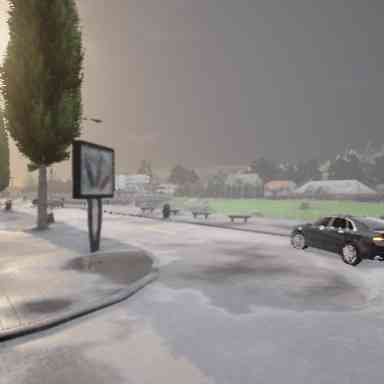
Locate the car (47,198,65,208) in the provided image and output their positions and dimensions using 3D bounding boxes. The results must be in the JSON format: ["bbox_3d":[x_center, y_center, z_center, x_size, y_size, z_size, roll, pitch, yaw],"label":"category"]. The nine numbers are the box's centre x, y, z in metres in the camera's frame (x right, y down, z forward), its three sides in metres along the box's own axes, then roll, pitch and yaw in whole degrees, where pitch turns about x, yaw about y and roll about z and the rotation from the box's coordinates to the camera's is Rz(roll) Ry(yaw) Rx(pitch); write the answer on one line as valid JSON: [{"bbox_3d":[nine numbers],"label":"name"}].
[{"bbox_3d":[-20.272,1.582,49.202,1.812,1.442,4.674,0,0,-35],"label":"car"}]

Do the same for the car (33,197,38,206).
[{"bbox_3d":[-26.254,1.548,57.577,2.128,1.511,4.902,0,0,-36],"label":"car"}]

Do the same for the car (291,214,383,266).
[{"bbox_3d":[5.441,1.557,11.901,1.837,1.490,4.892,3,-1,-14],"label":"car"}]
